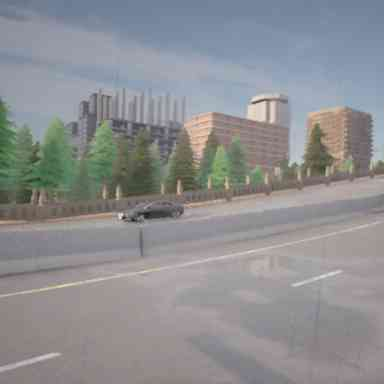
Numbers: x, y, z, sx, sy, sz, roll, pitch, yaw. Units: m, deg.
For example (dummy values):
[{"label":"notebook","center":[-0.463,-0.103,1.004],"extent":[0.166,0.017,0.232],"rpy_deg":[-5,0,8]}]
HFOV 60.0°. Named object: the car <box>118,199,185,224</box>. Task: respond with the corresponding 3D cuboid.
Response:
[{"label":"car","center":[-2.804,1.322,23.565],"extent":[4.902,1.511,2.128],"rpy_deg":[-3,2,-36]}]
